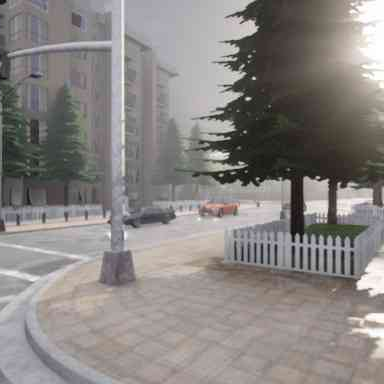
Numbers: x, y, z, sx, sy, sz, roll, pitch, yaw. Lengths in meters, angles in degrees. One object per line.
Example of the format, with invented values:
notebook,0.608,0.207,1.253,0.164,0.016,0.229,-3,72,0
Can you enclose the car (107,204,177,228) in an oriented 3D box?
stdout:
car,-3.193,1.558,22.530,2.033,1.411,5.357,0,0,34

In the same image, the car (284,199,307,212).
car,11.900,1.537,38.493,1.812,1.442,4.674,0,0,33

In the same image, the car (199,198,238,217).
car,2.532,1.363,31.068,2.097,1.767,4.553,0,0,34
